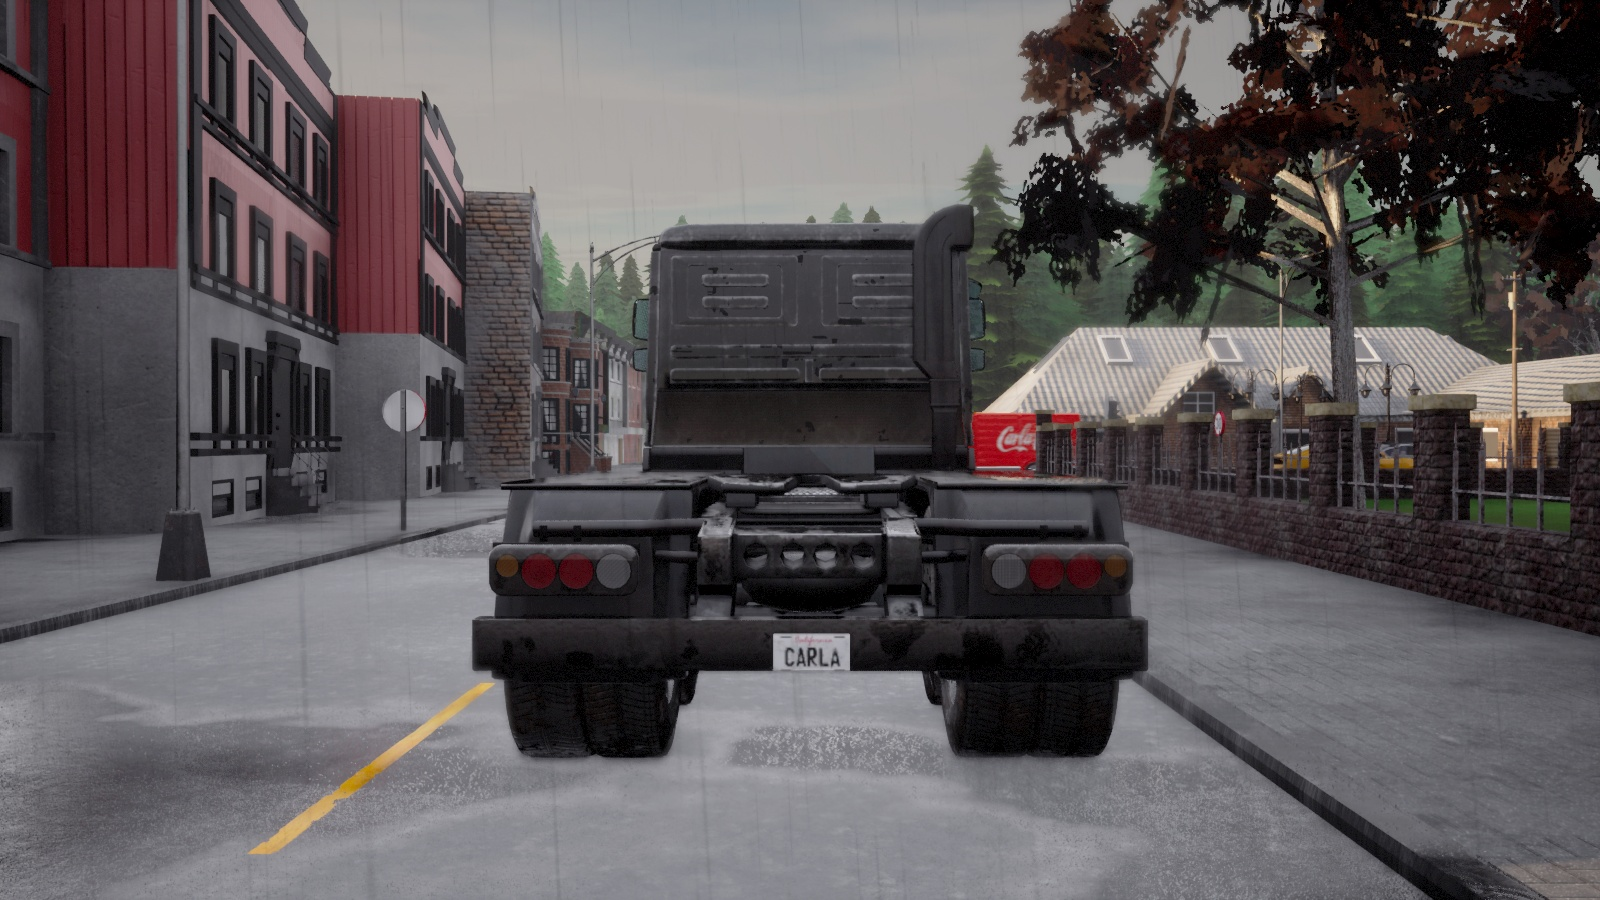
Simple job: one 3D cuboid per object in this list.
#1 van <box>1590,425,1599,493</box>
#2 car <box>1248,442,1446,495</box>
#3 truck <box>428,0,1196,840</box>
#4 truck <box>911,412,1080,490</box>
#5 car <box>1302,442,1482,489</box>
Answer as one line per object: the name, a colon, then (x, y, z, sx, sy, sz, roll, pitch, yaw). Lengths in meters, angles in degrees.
van: (26.112, 0.282, 36.942, 4.480, 2.038, 2.069, 0, 0, -1)
car: (16.047, 0.528, 36.972, 5.008, 1.535, 1.882, 0, 0, -1)
truck: (0.065, -0.284, 8.702, 2.891, 3.462, 7.936, 0, 0, 0)
truck: (6.313, 0.032, 41.175, 5.204, 2.467, 2.627, 0, 0, 2)
car: (19.269, 0.486, 41.045, 4.902, 1.511, 2.128, 0, 0, 1)
